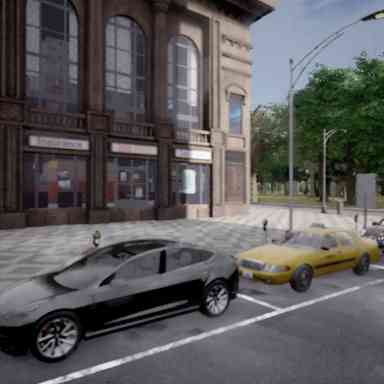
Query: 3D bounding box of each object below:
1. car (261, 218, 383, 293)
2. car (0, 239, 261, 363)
[{"bbox_3d":[3.230,1.551,8.950,4.829,1.417,1.752,0,0,-35],"label":"car"},{"bbox_3d":[-1.060,1.574,5.893,4.313,1.339,1.947,0,0,-35],"label":"car"}]
